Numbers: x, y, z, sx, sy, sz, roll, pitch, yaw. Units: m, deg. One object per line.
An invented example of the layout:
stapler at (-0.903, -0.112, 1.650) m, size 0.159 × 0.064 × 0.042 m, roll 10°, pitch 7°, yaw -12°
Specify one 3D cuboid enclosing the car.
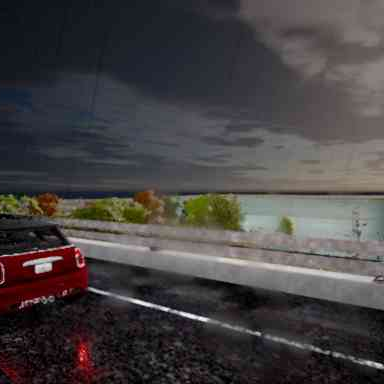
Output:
car at (-4.352, 1.361, 7.128) m, size 4.553 × 1.767 × 2.097 m, roll 0°, pitch 0°, yaw 35°
